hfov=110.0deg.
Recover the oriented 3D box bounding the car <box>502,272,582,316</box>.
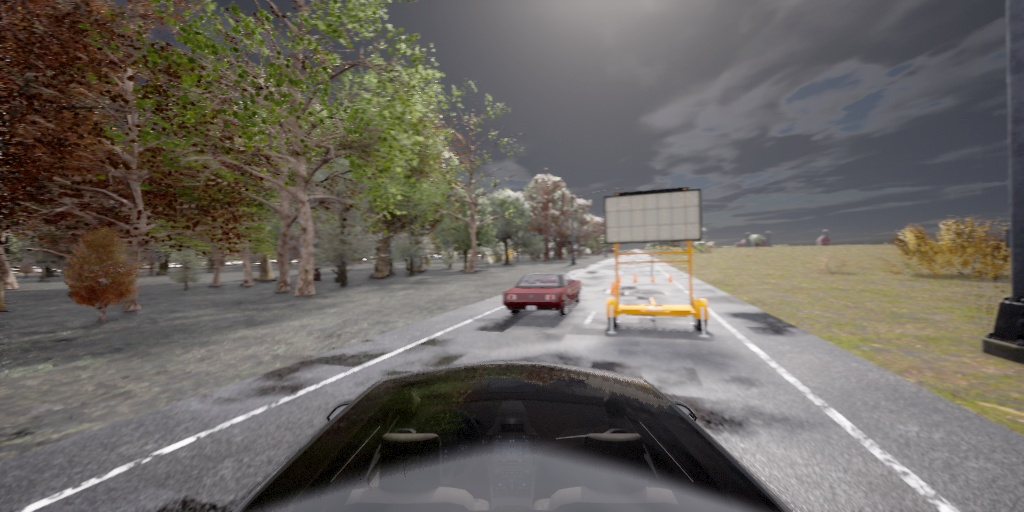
[{"bbox_3d":[1.306,1.235,12.880,1.895,1.301,4.718,-2,0,19],"label":"car"}]

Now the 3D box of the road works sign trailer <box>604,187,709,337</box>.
[{"bbox_3d":[3.827,0.038,9.687,2.380,3.560,2.880,0,0,19],"label":"road works sign trailer"}]
